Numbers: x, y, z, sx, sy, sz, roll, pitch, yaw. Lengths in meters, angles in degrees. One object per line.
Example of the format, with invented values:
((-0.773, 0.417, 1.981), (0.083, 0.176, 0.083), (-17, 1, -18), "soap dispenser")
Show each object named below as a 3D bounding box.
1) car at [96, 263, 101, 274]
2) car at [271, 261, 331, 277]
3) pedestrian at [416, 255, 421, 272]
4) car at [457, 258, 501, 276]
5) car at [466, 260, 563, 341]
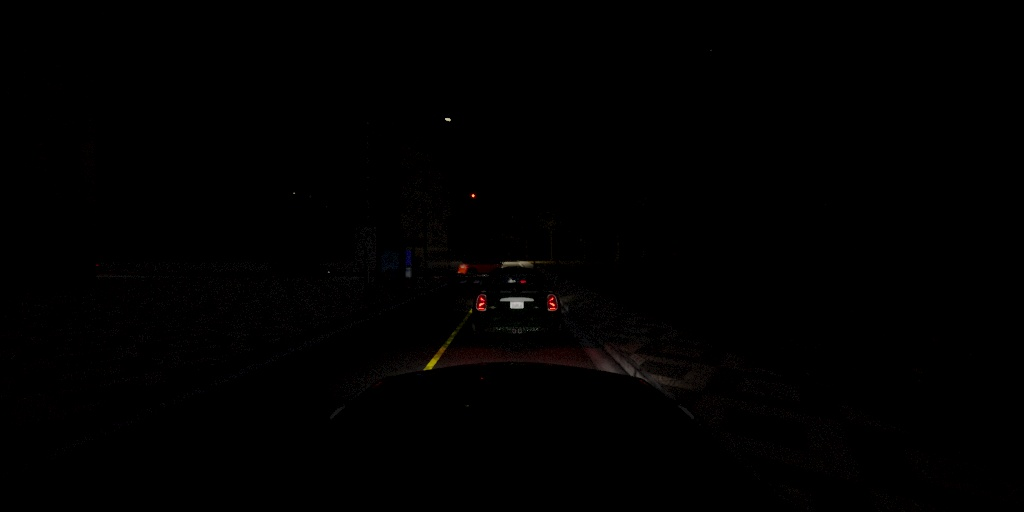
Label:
((-41.490, 1.115, 32.867), (4.902, 1.511, 2.128), (0, 1, 2), "car")
((-18.869, 1.179, 32.190), (4.902, 1.511, 2.128), (0, 1, 2), "car")
((-9.965, 0.800, 38.171), (0.375, 1.860, 0.375), (0, 0, 2), "pedestrian")
((-2.954, 1.074, 34.911), (4.553, 1.767, 2.097), (0, 0, -35), "car")
((0.117, 1.099, 10.016), (2.097, 1.767, 4.553), (0, 0, 0), "car")
